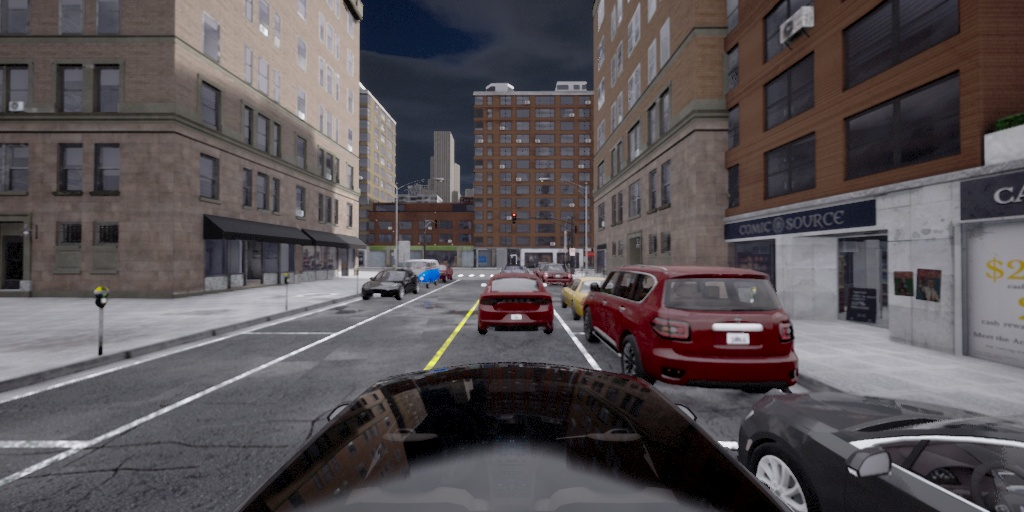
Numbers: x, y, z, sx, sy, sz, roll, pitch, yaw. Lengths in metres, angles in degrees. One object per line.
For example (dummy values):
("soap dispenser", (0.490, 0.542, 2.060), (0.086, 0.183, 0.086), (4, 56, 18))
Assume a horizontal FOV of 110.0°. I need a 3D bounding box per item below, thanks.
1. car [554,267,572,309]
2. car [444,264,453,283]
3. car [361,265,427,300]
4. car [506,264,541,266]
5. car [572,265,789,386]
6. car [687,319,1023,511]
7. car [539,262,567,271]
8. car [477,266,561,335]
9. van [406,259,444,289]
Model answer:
("car", (2.693, 1.280, 12.302), (1.751, 1.417, 4.829), (0, 0, 0))
("car", (-5.796, 1.316, 28.600), (1.888, 1.381, 4.507), (0, 0, 0))
("car", (-5.821, 1.325, 17.635), (1.948, 1.339, 4.313), (0, 0, 0))
("car", (0.136, 1.252, 18.466), (2.128, 1.511, 4.902), (0, 0, 0))
("car", (2.680, 1.066, 6.649), (2.192, 1.841, 5.009), (0, 0, 0))
("car", (2.668, 1.300, 1.167), (2.007, 1.370, 4.403), (0, 0, 0))
("car", (2.717, 1.205, 23.097), (1.967, 1.591, 4.097), (0, 0, 0))
("car", (0.072, 1.231, 10.584), (1.882, 1.535, 5.008), (0, 0, -1))
("van", (-5.808, 1.106, 23.117), (1.690, 1.789, 3.998), (0, 0, 0))
